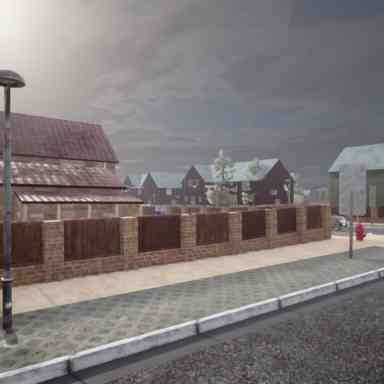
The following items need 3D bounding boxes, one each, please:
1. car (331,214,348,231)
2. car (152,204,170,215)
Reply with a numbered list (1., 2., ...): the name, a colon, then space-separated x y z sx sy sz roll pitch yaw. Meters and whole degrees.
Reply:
1. car: 7.954 1.813 22.566 2.128 1.511 4.902 2 -2 -37
2. car: -3.231 2.203 37.985 2.097 1.767 4.553 1 -3 -36
